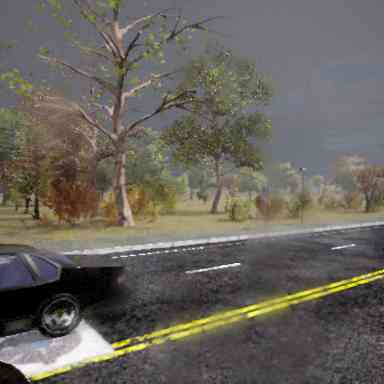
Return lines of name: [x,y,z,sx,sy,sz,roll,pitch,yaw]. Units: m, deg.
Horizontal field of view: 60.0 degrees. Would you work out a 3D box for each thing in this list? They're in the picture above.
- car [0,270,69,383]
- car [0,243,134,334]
car: [-3.126,1.509,1.234,4.674,1.442,1.812,1,0,-35]
car: [-3.622,1.548,5.097,5.357,1.411,2.033,1,0,-35]
